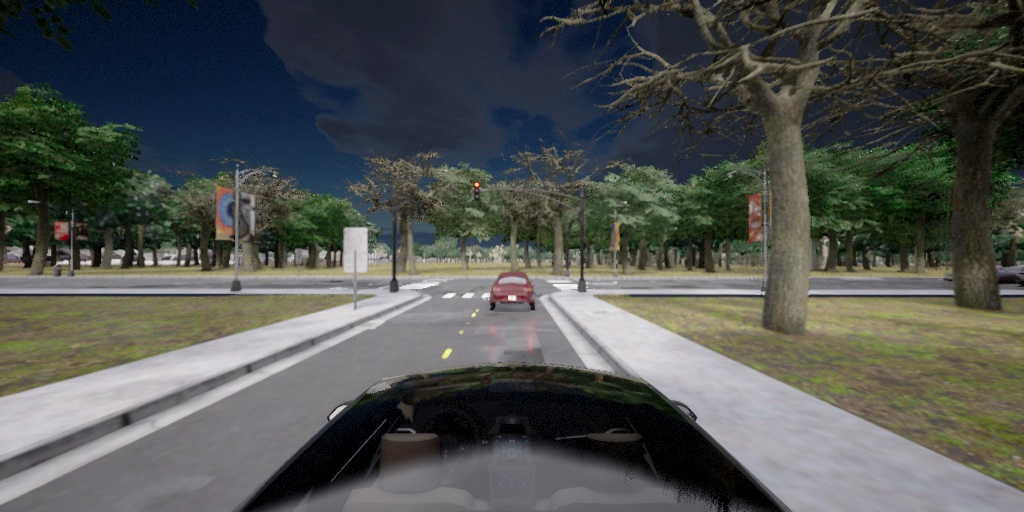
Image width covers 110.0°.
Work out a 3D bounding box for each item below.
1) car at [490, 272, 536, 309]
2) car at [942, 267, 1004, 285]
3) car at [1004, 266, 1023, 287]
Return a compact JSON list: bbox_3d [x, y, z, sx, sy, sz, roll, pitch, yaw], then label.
[{"bbox_3d":[0.057,1.425,15.728,1.812,1.442,4.674,0,0,1],"label":"car"},{"bbox_3d":[37.568,1.641,28.353,5.357,1.411,2.033,0,-1,0],"label":"car"},{"bbox_3d":[38.567,1.558,25.095,4.902,1.511,2.128,0,-1,0],"label":"car"}]
